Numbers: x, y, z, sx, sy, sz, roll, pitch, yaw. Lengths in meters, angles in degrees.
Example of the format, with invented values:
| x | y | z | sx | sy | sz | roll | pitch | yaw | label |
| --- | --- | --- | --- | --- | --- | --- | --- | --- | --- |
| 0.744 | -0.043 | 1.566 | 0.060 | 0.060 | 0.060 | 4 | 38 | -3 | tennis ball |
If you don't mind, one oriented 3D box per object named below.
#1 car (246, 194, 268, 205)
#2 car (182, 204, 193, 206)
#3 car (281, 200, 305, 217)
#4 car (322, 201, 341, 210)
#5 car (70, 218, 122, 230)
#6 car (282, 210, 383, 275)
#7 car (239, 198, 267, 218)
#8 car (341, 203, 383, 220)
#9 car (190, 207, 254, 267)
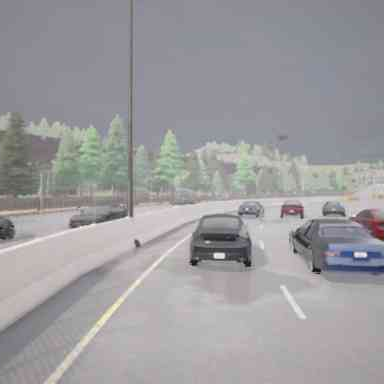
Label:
| x | y | z | sx | sy | sz | roll | pitch | yaw | label |
| --- | --- | --- | --- | --- | --- | --- | --- | --- | --- |
| 11.229 | 1.284 | 57.327 | 2.097 | 1.767 | 4.553 | 0 | 0 | 35 | car |
| -1.377 | 1.440 | 50.091 | 2.033 | 1.411 | 5.357 | 0 | 0 | 27 | car |
| 9.211 | 1.456 | 30.314 | 1.882 | 1.535 | 5.008 | 0 | 0 | 20 | car |
| 13.749 | 1.557 | 32.343 | 1.994 | 1.385 | 4.181 | 0 | 0 | 22 | car |
| -5.028 | 1.417 | 18.796 | 1.882 | 1.535 | 5.008 | 0 | 0 | 11 | car |
| 4.363 | 1.545 | 10.470 | 2.033 | 1.411 | 5.357 | 0 | 0 | 7 | car |
| 5.473 | 1.509 | 30.418 | 2.033 | 1.411 | 5.357 | 0 | 0 | 19 | car |
| 8.745 | 1.484 | 15.493 | 1.882 | 1.535 | 5.008 | 0 | 0 | 10 | car |
| 1.038 | 1.486 | 11.471 | 1.837 | 1.490 | 4.892 | 0 | 0 | 7 | car |
